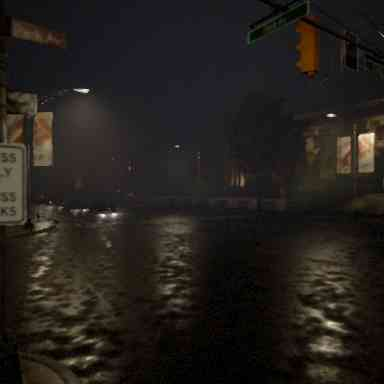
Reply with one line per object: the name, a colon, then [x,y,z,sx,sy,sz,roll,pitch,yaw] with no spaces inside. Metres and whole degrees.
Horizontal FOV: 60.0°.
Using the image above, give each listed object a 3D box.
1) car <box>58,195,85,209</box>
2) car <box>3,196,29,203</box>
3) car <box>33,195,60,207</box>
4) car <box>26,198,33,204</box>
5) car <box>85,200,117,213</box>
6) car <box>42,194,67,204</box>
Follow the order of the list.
car: [-16.058,1.562,45.233,2.033,1.411,5.357,0,0,-38]
car: [-35.966,1.492,67.977,4.674,1.442,1.812,0,0,12]
car: [-23.007,1.497,53.107,5.008,1.535,1.882,0,0,41]
car: [-27.395,1.514,60.752,4.902,1.511,2.128,0,0,30]
car: [-9.915,1.574,36.765,1.994,1.385,4.181,0,0,-35]
car: [-26.574,1.377,64.265,4.553,1.767,2.097,0,0,26]
